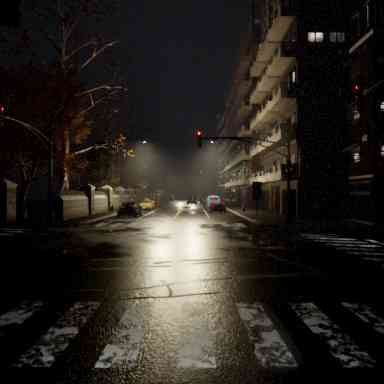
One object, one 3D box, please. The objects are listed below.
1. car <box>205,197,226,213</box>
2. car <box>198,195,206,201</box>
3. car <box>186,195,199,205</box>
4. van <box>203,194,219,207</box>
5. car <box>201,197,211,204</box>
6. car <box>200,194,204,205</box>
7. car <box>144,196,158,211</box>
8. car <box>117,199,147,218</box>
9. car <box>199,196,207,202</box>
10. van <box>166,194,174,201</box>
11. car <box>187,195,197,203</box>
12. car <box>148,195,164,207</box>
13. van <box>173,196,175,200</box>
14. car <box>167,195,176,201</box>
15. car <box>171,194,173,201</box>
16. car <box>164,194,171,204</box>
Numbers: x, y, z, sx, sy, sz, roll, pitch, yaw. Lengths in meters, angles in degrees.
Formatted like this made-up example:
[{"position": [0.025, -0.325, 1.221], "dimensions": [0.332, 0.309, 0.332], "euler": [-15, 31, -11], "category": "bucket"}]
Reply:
[{"position": [2.692, 1.564, 36.456], "dimensions": [1.887, 1.381, 4.507], "euler": [0, 0, 0], "category": "car"}, {"position": [2.690, 1.544, 87.127], "dimensions": [1.967, 1.590, 4.097], "euler": [0, 0, 0], "category": "car"}, {"position": [-0.001, 1.597, 59.542], "dimensions": [2.033, 1.411, 5.357], "euler": [0, 0, 0], "category": "car"}, {"position": [2.693, 1.366, 42.087], "dimensions": [1.690, 1.788, 3.998], "euler": [0, 0, 0], "category": "van"}, {"position": [2.691, 1.602, 64.607], "dimensions": [1.887, 1.381, 4.507], "euler": [0, 0, 0], "category": "car"}, {"position": [2.692, 1.480, 53.347], "dimensions": [1.967, 1.590, 4.097], "euler": [0, 0, 0], "category": "car"}, {"position": [-5.688, 1.550, 41.917], "dimensions": [1.752, 1.417, 4.829], "euler": [0, 0, 0], "category": "car"}, {"position": [-5.688, 1.580, 30.825], "dimensions": [1.947, 1.339, 4.313], "euler": [0, 0, 0], "category": "car"}, {"position": [2.690, 1.635, 81.497], "dimensions": [1.887, 1.381, 4.507], "euler": [0, 0, 0], "category": "car"}, {"position": [-5.690, 1.445, 87.127], "dimensions": [1.690, 1.788, 3.998], "euler": [0, 0, 0], "category": "van"}, {"position": [0.000, 1.444, 69.961], "dimensions": [1.837, 1.490, 4.892], "euler": [0, 0, 0], "category": "car"}, {"position": [-5.688, 1.347, 47.717], "dimensions": [2.192, 1.841, 5.009], "euler": [0, 0, 0], "category": "car"}, {"position": [-5.690, 1.432, 81.498], "dimensions": [1.690, 1.788, 3.998], "euler": [0, 0, 0], "category": "van"}, {"position": [-5.690, 1.669, 92.757], "dimensions": [2.008, 1.369, 4.403], "euler": [0, 0, 0], "category": "car"}, {"position": [-5.689, 1.508, 70.237], "dimensions": [1.967, 1.590, 4.097], "euler": [0, 0, 0], "category": "car"}, {"position": [-5.689, 1.498, 64.608], "dimensions": [1.967, 1.590, 4.097], "euler": [0, 0, 0], "category": "car"}]
